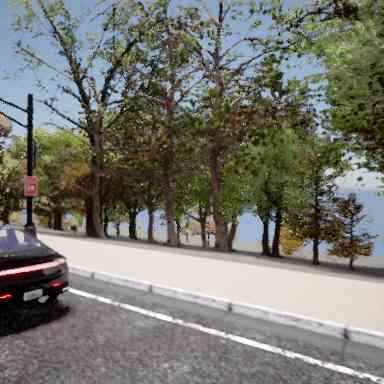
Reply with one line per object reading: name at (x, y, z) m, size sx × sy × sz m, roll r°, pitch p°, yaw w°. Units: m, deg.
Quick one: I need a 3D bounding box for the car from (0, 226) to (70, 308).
car at (-4.522, 1.457, 6.897) m, size 4.902 × 1.511 × 2.128 m, roll 0°, pitch 0°, yaw 37°
